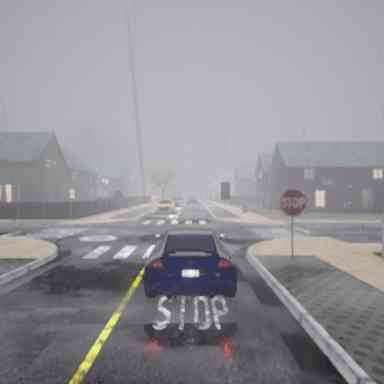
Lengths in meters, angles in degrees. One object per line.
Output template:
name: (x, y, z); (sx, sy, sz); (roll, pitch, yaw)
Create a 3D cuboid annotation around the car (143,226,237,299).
car: (-0.048, 1.554, 8.488); (1.994, 1.385, 4.181); (0, 0, -1)

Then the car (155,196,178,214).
car: (-2.822, 1.489, 35.741); (1.882, 1.535, 5.008); (0, 0, 0)

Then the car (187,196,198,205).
car: (0.097, 1.671, 62.549); (1.994, 1.385, 4.181); (0, 0, 1)

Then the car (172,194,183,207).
car: (-2.804, 1.532, 51.186); (1.882, 1.535, 5.008); (0, -1, 0)

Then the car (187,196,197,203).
car: (0.048, 1.537, 72.529); (2.033, 1.411, 5.357); (0, 0, 0)

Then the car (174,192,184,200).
car: (-2.705, 1.008, 66.673); (2.150, 2.045, 5.566); (0, 0, 0)
